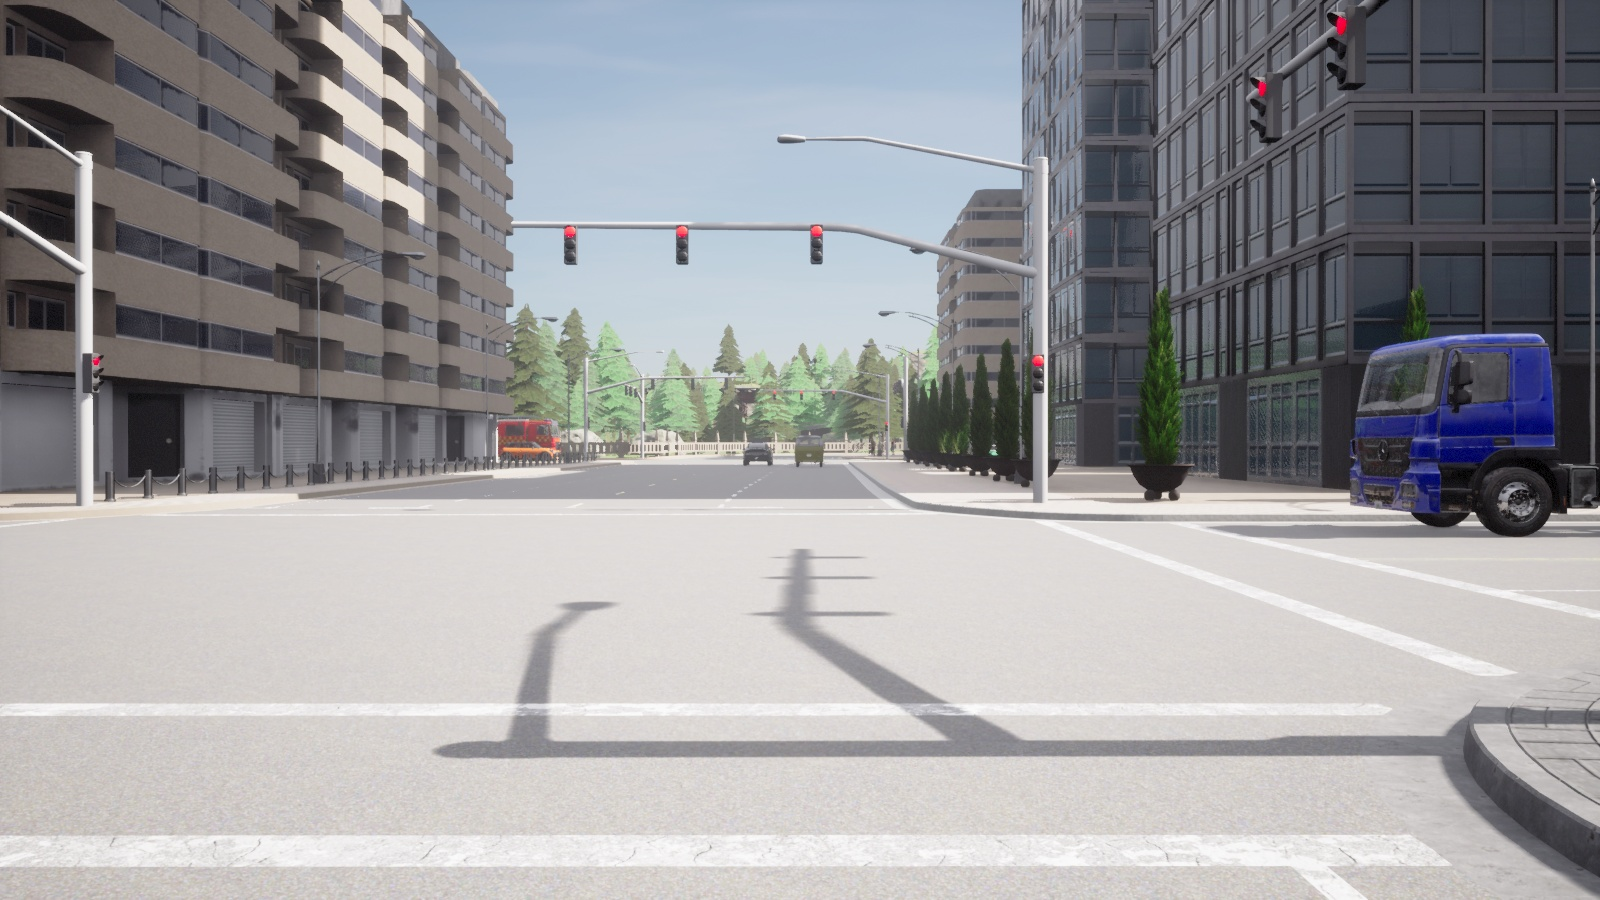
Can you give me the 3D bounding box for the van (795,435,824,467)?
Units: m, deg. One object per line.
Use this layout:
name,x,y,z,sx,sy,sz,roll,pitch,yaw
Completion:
van,0.618,0.052,79.284,1.775,1.987,4.442,0,0,1

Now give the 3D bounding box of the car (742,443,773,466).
car,-2.794,0.274,84.086,1.837,1.490,4.892,0,0,1

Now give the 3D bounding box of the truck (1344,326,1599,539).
truck,14.035,-0.292,21.786,7.936,3.462,2.891,0,0,1
